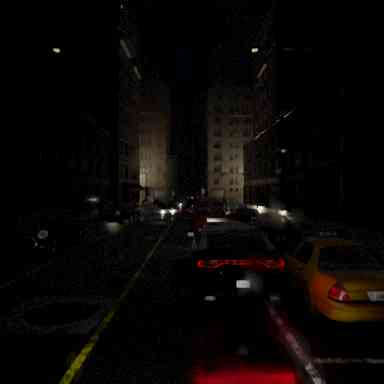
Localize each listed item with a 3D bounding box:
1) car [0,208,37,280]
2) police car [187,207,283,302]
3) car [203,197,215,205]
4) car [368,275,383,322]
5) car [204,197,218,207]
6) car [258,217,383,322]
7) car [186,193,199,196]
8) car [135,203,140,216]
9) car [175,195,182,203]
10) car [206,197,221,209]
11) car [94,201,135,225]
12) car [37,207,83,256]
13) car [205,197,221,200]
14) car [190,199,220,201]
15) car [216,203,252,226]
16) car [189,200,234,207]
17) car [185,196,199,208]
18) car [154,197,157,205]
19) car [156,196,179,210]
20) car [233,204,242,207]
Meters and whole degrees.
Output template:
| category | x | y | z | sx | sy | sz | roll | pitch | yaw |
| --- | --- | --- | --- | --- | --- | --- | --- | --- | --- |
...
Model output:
| category | x | y | z | sx | sy | sz | roll | pitch | yaw |
| --- | --- | --- | --- | --- | --- | --- | --- | --- | --- |
| car | -5.673 | 1.308 | 7.121 | 2.192 | 1.841 | 5.009 | -1 | 0 | 0 |
| police car | 0.908 | 1.417 | 8.449 | 1.930 | 1.638 | 5.238 | 0 | 0 | 0 |
| car | 2.941 | 1.504 | 57.382 | 1.802 | 1.307 | 4.206 | -1 | 0 | 0 |
| car | 2.856 | 1.580 | 1.523 | 1.802 | 1.307 | 4.206 | -1 | 0 | 0 |
| car | 2.933 | 1.498 | 51.797 | 1.947 | 1.339 | 4.313 | -1 | 0 | 0 |
| car | 2.864 | 1.518 | 7.280 | 1.752 | 1.417 | 4.829 | -1 | 0 | 0 |
| car | 0.075 | 1.140 | 59.545 | 2.150 | 2.045 | 5.566 | 0 | 0 | 0 |
| car | -5.640 | 1.549 | 29.464 | 1.802 | 1.307 | 4.206 | -1 | 0 | 0 |
| car | -2.920 | 1.416 | 64.355 | 1.837 | 1.490 | 4.892 | 0 | 0 | 0 |
| car | 2.924 | 1.467 | 46.380 | 1.752 | 1.417 | 4.829 | -1 | 0 | 0 |
| car | -5.649 | 1.414 | 23.878 | 1.967 | 1.590 | 4.097 | -1 | 0 | 0 |
| car | -5.664 | 1.427 | 12.706 | 1.967 | 1.590 | 4.097 | -1 | 0 | 0 |
| car | 2.915 | 1.502 | 40.624 | 2.008 | 1.369 | 4.403 | -1 | 0 | 0 |
| car | 0.928 | 1.479 | 24.339 | 1.837 | 1.490 | 4.892 | 0 | 0 | 0 |
| car | 2.890 | 1.525 | 23.867 | 2.008 | 1.369 | 4.403 | -1 | 0 | 0 |
| car | 0.921 | 1.458 | 18.340 | 1.882 | 1.535 | 5.008 | 0 | 0 | 0 |
| car | 0.075 | 1.542 | 46.267 | 1.895 | 1.301 | 4.718 | 0 | 0 | 1 |
| car | -5.604 | 1.466 | 57.392 | 1.887 | 1.381 | 4.507 | -1 | 0 | 0 |
| car | -3.034 | 1.512 | 42.430 | 1.994 | 1.385 | 4.181 | 0 | 0 | 0 |
| car | 2.881 | 1.546 | 18.281 | 1.947 | 1.339 | 4.313 | -1 | 0 | 0 |
